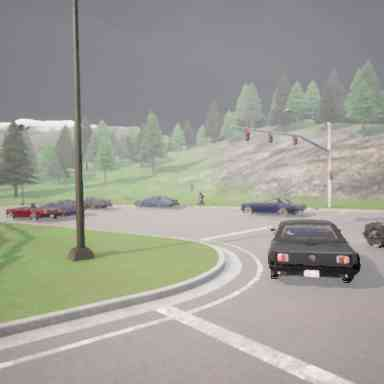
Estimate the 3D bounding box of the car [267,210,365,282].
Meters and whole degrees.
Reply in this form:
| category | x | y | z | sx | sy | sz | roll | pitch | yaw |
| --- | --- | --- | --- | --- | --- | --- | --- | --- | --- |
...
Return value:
| category | x | y | z | sx | sy | sz | roll | pitch | yaw |
| --- | --- | --- | --- | --- | --- | --- | --- | --- | --- |
| car | 3.127 | 1.410 | 9.226 | 1.895 | 1.301 | 4.718 | -1 | 1 | 15 |

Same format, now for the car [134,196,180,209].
| category | x | y | z | sx | sy | sz | roll | pitch | yaw |
| --- | --- | --- | --- | --- | --- | --- | --- | --- | --- |
| car | -3.962 | 1.100 | 36.966 | 5.357 | 1.411 | 2.033 | -1 | 1 | 33 |

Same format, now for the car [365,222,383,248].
| category | x | y | z | sx | sy | sz | roll | pitch | yaw |
| --- | --- | --- | --- | --- | --- | --- | --- | --- | --- |
| car | 7.227 | 1.266 | 9.933 | 2.033 | 1.411 | 5.357 | -1 | 1 | 1 |

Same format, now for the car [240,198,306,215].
| category | x | y | z | sx | sy | sz | roll | pitch | yaw |
| --- | --- | --- | --- | --- | --- | --- | --- | --- | --- |
| car | 6.077 | 1.121 | 25.417 | 4.718 | 1.301 | 1.895 | 0 | 1 | 40 |

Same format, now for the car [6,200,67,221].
| category | x | y | z | sx | sy | sz | roll | pitch | yaw |
| --- | --- | --- | --- | --- | --- | --- | --- | --- | --- |
| car | -12.121 | 1.479 | 25.459 | 4.718 | 1.301 | 1.895 | -1 | 1 | 31 |

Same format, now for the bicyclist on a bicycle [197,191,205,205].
| category | x | y | z | sx | sy | sz | roll | pitch | yaw |
| --- | --- | --- | --- | --- | --- | --- | --- | --- | --- |
| bicyclist on a bicycle | 1.044 | 0.734 | 38.531 | 0.582 | 1.620 | 1.656 | -1 | 1 | 34 |

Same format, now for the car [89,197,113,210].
| category | x | y | z | sx | sy | sz | roll | pitch | yaw |
| --- | --- | --- | --- | --- | --- | --- | --- | --- | --- |
| car | -11.431 | 1.245 | 37.172 | 5.357 | 1.411 | 2.033 | -1 | 1 | 26 |

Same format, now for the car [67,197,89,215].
| category | x | y | z | sx | sy | sz | roll | pitch | yaw |
| --- | --- | --- | --- | --- | --- | --- | --- | --- | --- |
| car | -11.439 | 1.378 | 28.978 | 4.181 | 1.385 | 1.994 | -1 | 1 | 30 |
